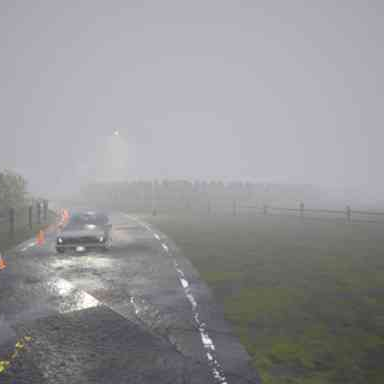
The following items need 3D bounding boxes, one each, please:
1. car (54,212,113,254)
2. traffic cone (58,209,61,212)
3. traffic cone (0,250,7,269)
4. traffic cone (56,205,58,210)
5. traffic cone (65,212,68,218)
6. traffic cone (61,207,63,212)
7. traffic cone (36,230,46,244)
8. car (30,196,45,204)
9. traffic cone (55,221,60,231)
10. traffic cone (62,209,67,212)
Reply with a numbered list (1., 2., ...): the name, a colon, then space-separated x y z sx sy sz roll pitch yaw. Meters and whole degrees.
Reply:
1. car: -4.332 1.544 13.955 2.033 1.411 5.357 0 0 -12
2. traffic cone: -14.719 1.934 37.620 0.340 0.580 0.340 0 0 -26
3. traffic cone: -5.725 1.954 9.870 0.340 0.580 0.340 0 0 -10
4. traffic cone: -16.990 1.930 41.938 0.340 0.580 0.340 0 0 -29
5. traffic cone: -9.206 1.944 24.074 0.340 0.580 0.340 0 0 -18
6. traffic cone: -12.662 1.937 33.196 0.340 0.580 0.340 0 0 -24
7. traffic cone: -6.654 1.952 14.660 0.340 0.580 0.340 0 0 -12
8. car: -28.755 1.451 62.206 1.837 1.490 4.892 0 0 -40
9. traffic cone: -7.815 1.948 19.397 0.340 0.580 0.340 0 0 -15
10. traffic cone: -10.823 1.941 28.677 0.340 0.580 0.340 0 0 -21
